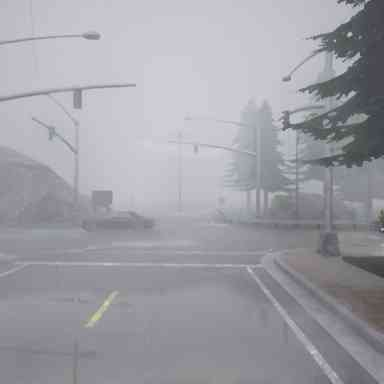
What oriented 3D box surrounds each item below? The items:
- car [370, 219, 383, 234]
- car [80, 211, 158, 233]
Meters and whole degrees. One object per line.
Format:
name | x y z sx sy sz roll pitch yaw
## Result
car | 14.025 2.008 21.198 4.892 1.490 1.837 0 -1 0
car | -4.604 1.896 21.311 4.718 1.301 1.895 0 -1 0
